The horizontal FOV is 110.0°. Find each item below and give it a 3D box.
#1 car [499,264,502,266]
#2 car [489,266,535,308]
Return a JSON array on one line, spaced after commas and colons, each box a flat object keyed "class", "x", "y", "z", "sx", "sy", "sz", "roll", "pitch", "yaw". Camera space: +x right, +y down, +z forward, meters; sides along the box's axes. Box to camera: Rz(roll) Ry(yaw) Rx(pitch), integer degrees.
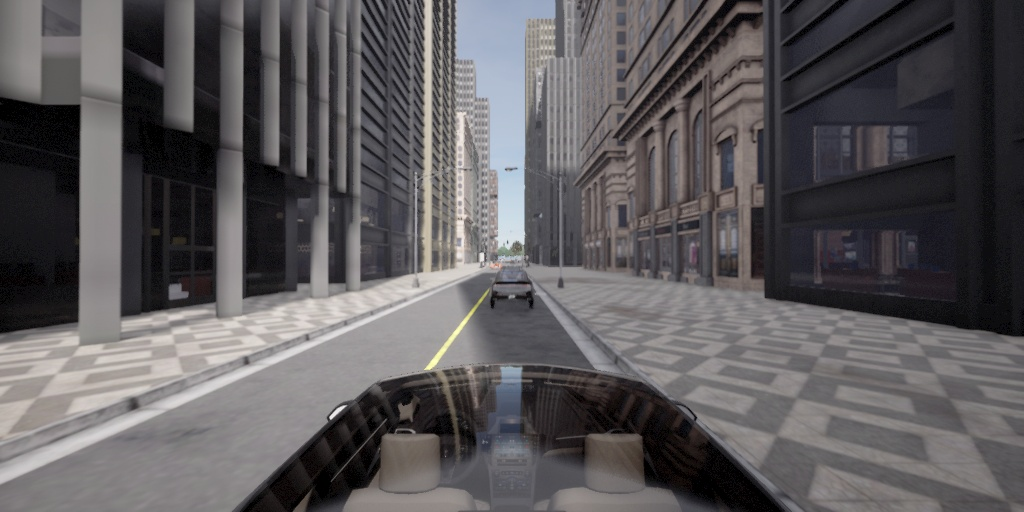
[{"class": "car", "x": -0.009, "y": 1.616, "z": 30.954, "sx": 1.895, "sy": 1.301, "sz": 4.718, "roll": 0, "pitch": 0, "yaw": 0}, {"class": "car", "x": -0.001, "y": 1.375, "z": 16.144, "sx": 2.128, "sy": 1.511, "sz": 4.902, "roll": 0, "pitch": 0, "yaw": 0}]
